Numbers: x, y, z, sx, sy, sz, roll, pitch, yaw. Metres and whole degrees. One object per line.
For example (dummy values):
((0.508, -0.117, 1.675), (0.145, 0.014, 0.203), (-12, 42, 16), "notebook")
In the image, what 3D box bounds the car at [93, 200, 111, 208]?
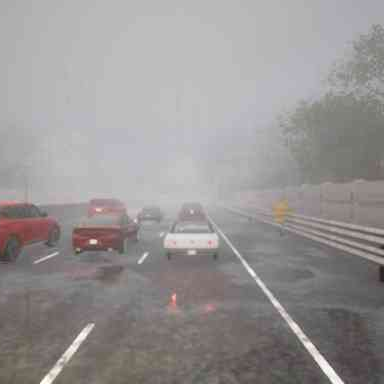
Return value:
((-17.508, 2.282, 64.780), (2.033, 1.411, 5.357), (0, -1, 0), "car")

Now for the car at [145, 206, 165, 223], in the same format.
((-3.484, 1.871, 28.504), (1.994, 1.385, 4.181), (0, -1, 0), "car")

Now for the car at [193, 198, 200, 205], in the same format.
((1.218, 2.475, 86.982), (1.801, 1.575, 5.366), (0, -1, 0), "car")

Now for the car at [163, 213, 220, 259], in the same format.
((0.014, 1.740, 13.257), (1.895, 1.301, 4.718), (0, -1, 0), "car")

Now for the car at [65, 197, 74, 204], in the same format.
((-24.505, 1.958, 64.523), (2.150, 2.045, 5.566), (0, -1, 0), "car")

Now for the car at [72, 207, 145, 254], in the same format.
((-3.475, 1.627, 14.248), (1.882, 1.535, 5.008), (0, 0, 0), "car")

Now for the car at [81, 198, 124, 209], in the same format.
((-6.994, 1.521, 27.581), (2.150, 2.045, 5.566), (0, 0, 0), "car")

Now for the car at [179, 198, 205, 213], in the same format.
((0.016, 1.657, 28.433), (2.097, 1.767, 4.553), (0, -1, 0), "car")

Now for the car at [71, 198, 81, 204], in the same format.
((-21.006, 2.277, 64.626), (2.033, 1.411, 5.357), (0, -1, 0), "car")

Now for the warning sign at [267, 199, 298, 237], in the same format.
((4.547, 1.292, 16.800), (1.300, 1.860, 1.060), (0, -1, 0), "warning sign")

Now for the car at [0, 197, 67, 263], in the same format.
((-6.992, 1.357, 12.601), (2.150, 2.045, 5.566), (0, 0, 0), "car")
